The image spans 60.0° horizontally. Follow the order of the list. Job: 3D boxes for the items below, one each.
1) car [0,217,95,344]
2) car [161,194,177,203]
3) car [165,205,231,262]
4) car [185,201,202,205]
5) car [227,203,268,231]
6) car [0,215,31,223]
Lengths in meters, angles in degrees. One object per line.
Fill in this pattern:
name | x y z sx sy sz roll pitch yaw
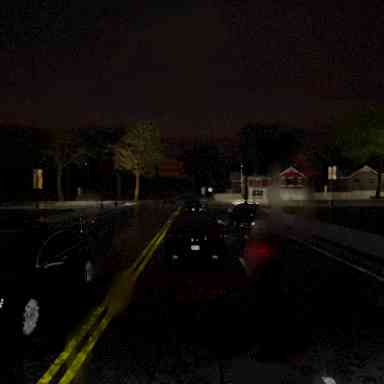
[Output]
car | -3.350 1.493 6.513 1.837 1.490 4.892 0 0 0
car | -3.248 1.027 47.653 1.837 1.490 4.892 0 0 0
car | 0.100 1.455 12.066 1.882 1.535 5.008 0 0 0
car | 0.101 1.492 29.921 2.033 1.411 5.357 0 0 0
car | 3.350 1.467 20.377 1.837 1.490 4.892 0 0 0
car | -6.600 1.527 11.426 2.033 1.411 5.357 0 0 0
